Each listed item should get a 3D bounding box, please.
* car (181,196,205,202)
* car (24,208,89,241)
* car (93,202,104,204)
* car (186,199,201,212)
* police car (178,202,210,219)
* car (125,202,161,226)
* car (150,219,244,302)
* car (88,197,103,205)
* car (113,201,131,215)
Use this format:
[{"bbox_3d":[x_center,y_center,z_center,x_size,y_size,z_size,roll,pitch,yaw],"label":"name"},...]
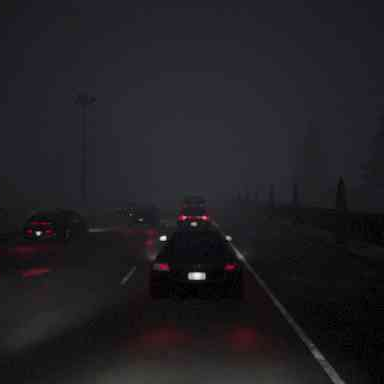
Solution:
[{"bbox_3d":[0.136,1.410,32.684,2.150,2.045,5.566,0,0,0],"label":"car"},{"bbox_3d":[-6.880,1.605,17.366,1.837,1.490,4.892,0,0,0],"label":"car"},{"bbox_3d":[-13.903,1.860,54.427,2.033,1.411,5.357,0,0,1],"label":"car"},{"bbox_3d":[0.149,1.706,43.460,1.801,1.575,5.366,0,0,0],"label":"car"},{"bbox_3d":[0.123,1.628,20.986,2.038,1.542,4.974,0,0,0],"label":"police car"},{"bbox_3d":[-3.372,1.666,24.254,1.812,1.442,4.674,0,-1,0],"label":"car"},{"bbox_3d":[0.104,1.613,8.441,1.994,1.385,4.181,0,0,0],"label":"car"},{"bbox_3d":[-21.012,1.876,72.404,1.882,1.535,5.008,0,0,-1],"label":"car"},{"bbox_3d":[-6.856,1.759,36.757,2.033,1.411,5.357,0,0,0],"label":"car"}]
